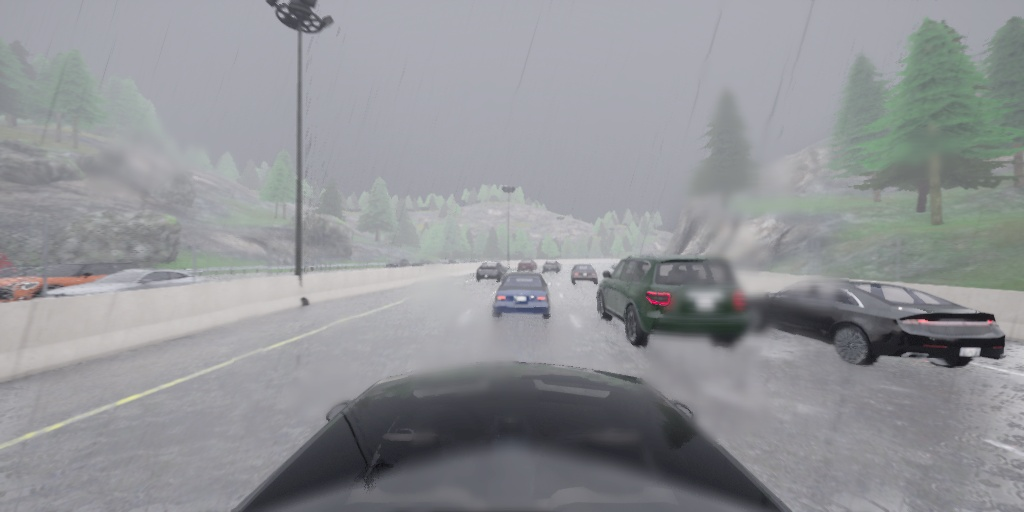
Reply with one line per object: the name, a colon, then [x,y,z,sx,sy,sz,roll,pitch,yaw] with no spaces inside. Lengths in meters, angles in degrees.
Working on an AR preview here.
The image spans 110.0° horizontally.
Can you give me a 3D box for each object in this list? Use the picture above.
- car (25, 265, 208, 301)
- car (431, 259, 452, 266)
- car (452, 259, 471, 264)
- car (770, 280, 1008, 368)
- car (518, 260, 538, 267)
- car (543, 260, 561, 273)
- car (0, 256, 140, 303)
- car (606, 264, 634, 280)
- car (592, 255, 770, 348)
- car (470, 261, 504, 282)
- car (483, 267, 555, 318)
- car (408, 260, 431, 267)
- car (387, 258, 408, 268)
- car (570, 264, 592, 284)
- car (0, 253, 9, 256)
car: [-13.696,1.191,13.195,1.812,1.442,4.674,0,0,3]
car: [-10.268,1.200,55.665,1.812,1.442,4.674,0,0,16]
car: [-6.788,1.242,55.223,2.033,1.411,5.357,0,0,16]
car: [7.256,1.284,8.035,2.128,1.511,4.902,0,0,2]
car: [2.116,1.228,47.014,1.882,1.535,5.008,0,0,14]
car: [4.879,1.260,43.324,2.128,1.511,4.902,0,0,13]
car: [-17.123,0.996,14.172,2.097,1.767,4.553,0,0,4]
car: [9.869,1.401,33.053,1.895,1.301,4.718,0,0,10]
car: [3.790,0.993,9.492,2.150,2.045,5.566,0,0,2]
car: [-1.472,1.226,27.992,2.128,1.511,4.902,0,0,8]
car: [0.438,1.297,12.989,2.033,1.411,5.357,0,0,4]
car: [-13.799,1.254,56.011,1.895,1.301,4.718,0,0,16]
car: [-17.469,1.135,55.812,1.837,1.490,4.892,0,0,15]
car: [5.392,1.323,27.199,2.033,1.411,5.357,0,0,8]
car: [-24.148,0.823,14.347,2.150,2.045,5.566,0,0,4]
